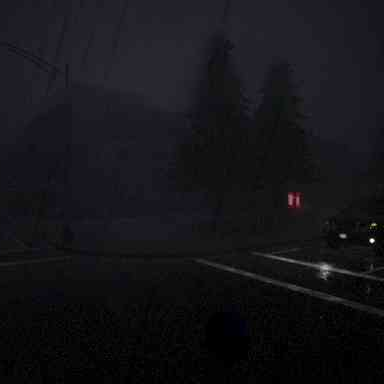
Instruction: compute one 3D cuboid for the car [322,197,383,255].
[{"bbox_3d":[7.713,1.248,13.737,5.566,2.045,2.150,0,0,-37],"label":"car"}]
